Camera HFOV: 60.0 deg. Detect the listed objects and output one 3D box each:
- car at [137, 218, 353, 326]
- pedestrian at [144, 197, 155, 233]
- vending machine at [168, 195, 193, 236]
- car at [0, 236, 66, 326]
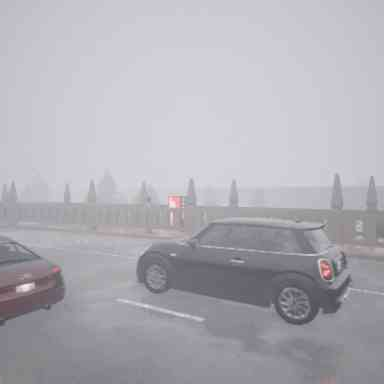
[{"bbox_3d":[0.947,1.353,7.297,4.553,1.767,2.097,0,0,34],"label":"car"},{"bbox_3d":[-2.152,1.141,16.834,0.375,1.860,0.375,0,0,29],"label":"pedestrian"},{"bbox_3d":[-0.584,1.195,17.634,0.880,2.100,1.100,0,0,30],"label":"vending machine"},{"bbox_3d":[-4.467,1.564,6.596,4.181,1.385,1.994,0,0,32],"label":"car"}]
